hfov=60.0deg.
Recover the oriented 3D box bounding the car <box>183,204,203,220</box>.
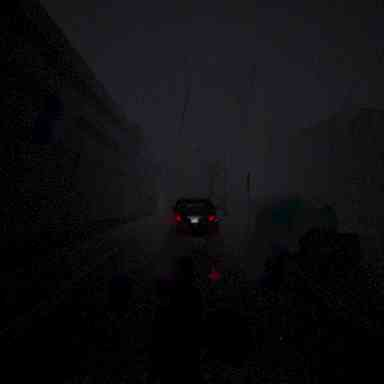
[{"bbox_3d":[0.105,1.988,34.497,1.882,1.535,5.008,0,-2,0],"label":"car"}]

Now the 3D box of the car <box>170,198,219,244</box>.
[{"bbox_3d":[0.089,1.312,16.464,2.150,2.045,5.566,0,-1,0],"label":"car"}]
